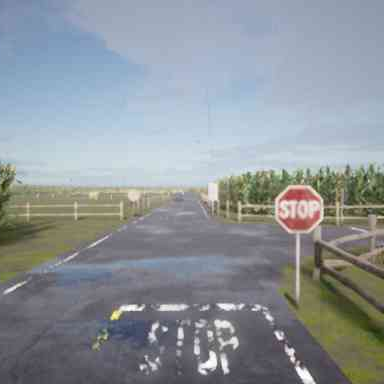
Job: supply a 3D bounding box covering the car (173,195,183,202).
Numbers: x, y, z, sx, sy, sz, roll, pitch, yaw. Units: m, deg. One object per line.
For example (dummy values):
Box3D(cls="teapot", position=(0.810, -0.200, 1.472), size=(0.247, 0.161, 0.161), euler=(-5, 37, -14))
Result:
Box3D(cls="car", position=(-2.743, 1.339, 67.097), size=(1.994, 1.385, 4.181), euler=(0, 0, 0))
